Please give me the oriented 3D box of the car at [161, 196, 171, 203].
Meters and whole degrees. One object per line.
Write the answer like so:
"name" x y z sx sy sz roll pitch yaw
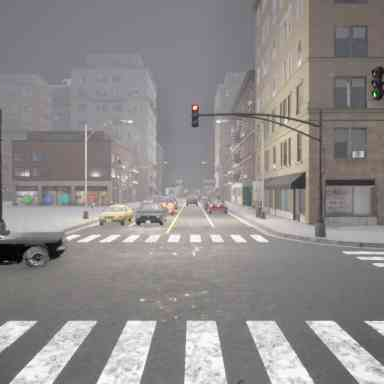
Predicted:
"car" -5.365 1.530 69.179 1.752 1.417 4.829 0 0 0

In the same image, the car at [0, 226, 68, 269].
"car" -6.252 1.579 10.040 4.718 1.301 1.895 0 0 -17

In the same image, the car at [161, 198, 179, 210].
"car" -2.831 1.550 44.222 2.033 1.411 5.357 0 0 0

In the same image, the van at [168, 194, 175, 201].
"van" -5.359 1.349 86.334 1.690 1.788 3.998 0 0 0

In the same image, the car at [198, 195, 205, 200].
"car" 2.668 1.575 91.993 1.947 1.339 4.313 0 0 0

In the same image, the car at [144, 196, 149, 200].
"car" -5.375 1.552 41.039 2.008 1.369 4.403 0 0 0

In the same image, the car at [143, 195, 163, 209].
"car" -5.373 1.317 46.701 2.192 1.841 5.009 0 0 0

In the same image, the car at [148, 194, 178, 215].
"car" -2.841 1.353 33.814 2.097 1.767 4.553 0 0 0

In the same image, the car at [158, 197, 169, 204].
"car" -5.367 1.586 63.687 1.802 1.307 4.206 0 0 0

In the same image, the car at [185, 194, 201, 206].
"car" 0.018 1.508 53.993 1.837 1.490 4.892 0 0 0

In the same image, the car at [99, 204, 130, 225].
"car" -5.381 1.526 23.883 1.752 1.417 4.829 0 0 0

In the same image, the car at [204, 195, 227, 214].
"car" 2.648 1.441 35.374 1.967 1.590 4.097 0 0 0

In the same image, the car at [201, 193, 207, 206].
"car" 2.650 1.317 41.036 2.192 1.841 5.009 0 0 0

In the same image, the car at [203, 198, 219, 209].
"car" 2.652 1.568 46.698 1.947 1.339 4.313 0 0 0

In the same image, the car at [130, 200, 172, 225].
"car" -2.841 1.548 24.166 2.033 1.411 5.357 0 0 0
